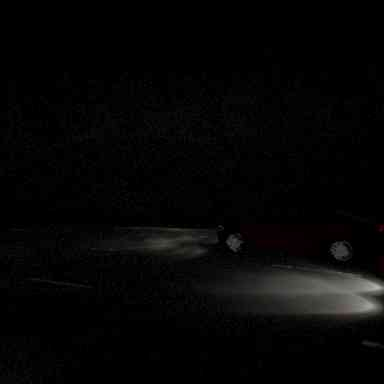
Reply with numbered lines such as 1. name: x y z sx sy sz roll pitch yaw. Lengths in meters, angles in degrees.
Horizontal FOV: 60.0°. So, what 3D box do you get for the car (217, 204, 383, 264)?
1. car: 3.184 1.115 10.287 5.008 1.535 1.882 0 1 31
